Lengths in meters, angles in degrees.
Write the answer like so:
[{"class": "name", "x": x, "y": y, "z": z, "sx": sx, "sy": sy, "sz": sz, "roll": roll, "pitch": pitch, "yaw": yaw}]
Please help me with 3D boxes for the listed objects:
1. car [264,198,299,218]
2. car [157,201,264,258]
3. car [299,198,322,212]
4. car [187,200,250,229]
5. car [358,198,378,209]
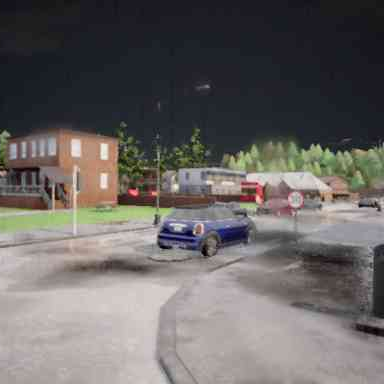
[{"class": "car", "x": 7.345, "y": 1.327, "z": 29.117, "sx": 1.882, "sy": 1.535, "sz": 5.008, "roll": 1, "pitch": 1, "yaw": 36}, {"class": "car", "x": 0.749, "y": 1.258, "z": 12.795, "sx": 2.097, "sy": 1.767, "sz": 4.553, "roll": 1, "pitch": 0, "yaw": 35}, {"class": "car", "x": 13.138, "y": 1.407, "z": 37.201, "sx": 1.994, "sy": 1.385, "sz": 4.181, "roll": 1, "pitch": 1, "yaw": 35}, {"class": "car", "x": 1.849, "y": 1.361, "z": 21.440, "sx": 1.837, "sy": 1.490, "sz": 4.892, "roll": 1, "pitch": 1, "yaw": 36}, {"class": "car", "x": 23.672, "y": 1.448, "z": 44.749, "sx": 1.994, "sy": 1.385, "sz": 4.181, "roll": 1, "pitch": 1, "yaw": 35}]
